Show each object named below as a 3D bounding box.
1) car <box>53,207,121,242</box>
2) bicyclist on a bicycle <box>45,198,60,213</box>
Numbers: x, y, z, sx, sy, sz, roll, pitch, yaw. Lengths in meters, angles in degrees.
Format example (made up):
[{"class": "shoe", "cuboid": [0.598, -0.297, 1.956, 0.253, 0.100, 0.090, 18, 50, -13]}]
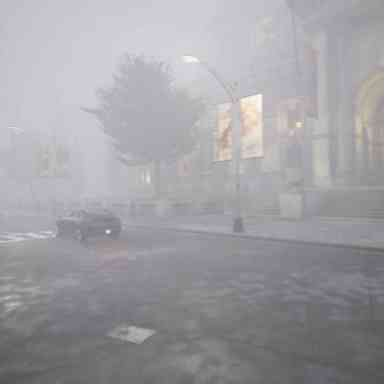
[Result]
[{"class": "car", "cuboid": [-5.353, 1.532, 16.638, 1.837, 1.490, 4.892, -1, 0, -42]}, {"class": "bicyclist on a bicycle", "cuboid": [-15.236, 1.442, 36.393, 0.582, 1.620, 1.656, -1, 1, 43]}]
